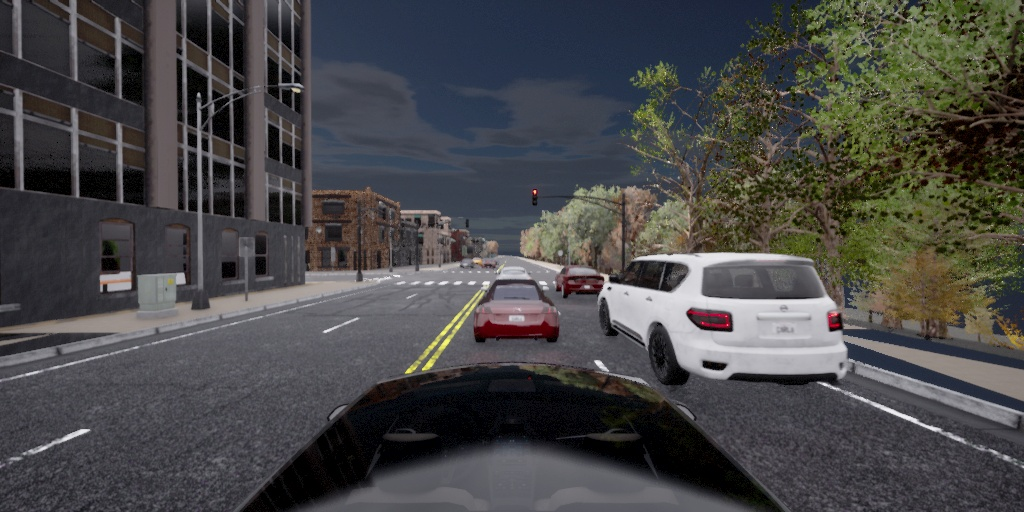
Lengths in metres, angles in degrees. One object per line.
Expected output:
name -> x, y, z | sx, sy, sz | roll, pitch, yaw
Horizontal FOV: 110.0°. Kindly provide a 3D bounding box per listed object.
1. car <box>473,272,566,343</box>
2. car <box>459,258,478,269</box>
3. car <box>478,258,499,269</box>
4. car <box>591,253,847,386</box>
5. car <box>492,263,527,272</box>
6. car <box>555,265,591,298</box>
car -> 0.084, 1.304, 9.674 | 1.994, 1.385, 4.181 | 0, 0, 0
car -> -6.737, 1.180, 54.007 | 2.128, 1.511, 4.902 | 0, 0, 0
car -> -3.486, 1.040, 53.966 | 2.097, 1.767, 4.553 | 0, 0, 0
car -> 3.342, 0.967, 7.094 | 2.150, 2.045, 5.566 | 0, 0, 0
car -> 0.060, 1.255, 18.418 | 1.812, 1.442, 4.674 | 0, 0, -2
car -> 3.316, 1.207, 18.193 | 1.882, 1.535, 5.008 | 0, 0, 1
